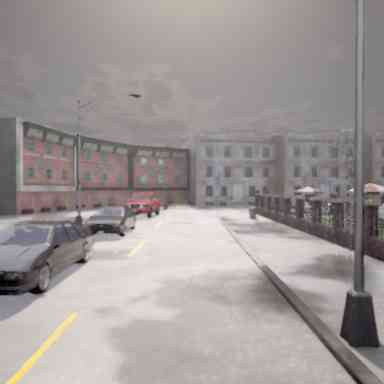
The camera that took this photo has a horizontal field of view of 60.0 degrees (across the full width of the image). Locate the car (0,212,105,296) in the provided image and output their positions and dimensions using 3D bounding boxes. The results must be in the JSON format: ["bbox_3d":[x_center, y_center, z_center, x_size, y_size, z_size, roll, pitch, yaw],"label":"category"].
[{"bbox_3d":[-4.103,1.488,8.863,2.033,1.411,5.357,0,0,-1],"label":"car"}]

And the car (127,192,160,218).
[{"bbox_3d":[-4.146,1.033,28.408,2.150,2.045,5.566,0,0,5],"label":"car"}]

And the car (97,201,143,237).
[{"bbox_3d":[-4.135,1.429,17.695,2.033,1.411,5.357,0,0,-1],"label":"car"}]
